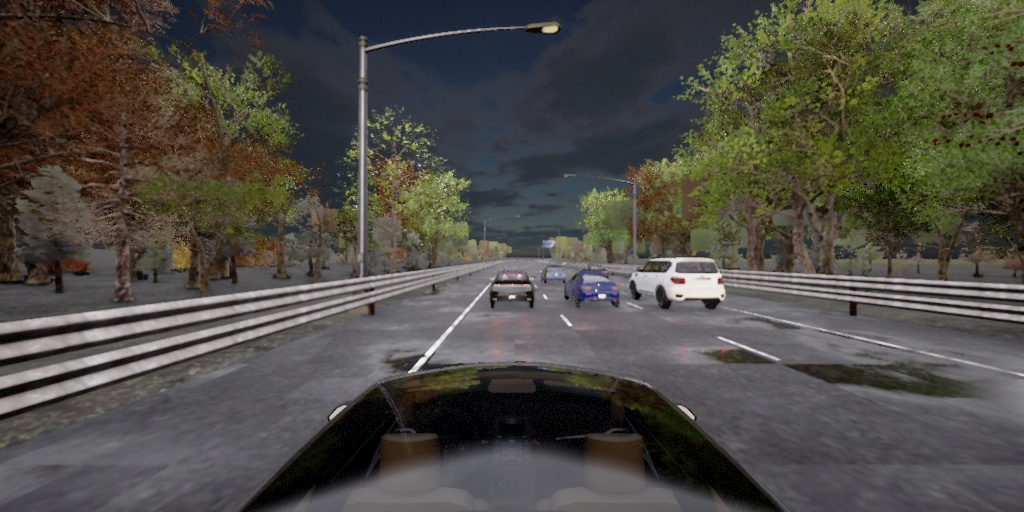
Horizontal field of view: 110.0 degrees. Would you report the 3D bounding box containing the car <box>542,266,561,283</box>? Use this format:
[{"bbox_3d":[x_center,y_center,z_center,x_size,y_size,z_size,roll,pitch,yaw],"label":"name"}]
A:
[{"bbox_3d":[3.506,1.563,30.838,2.033,1.411,5.357,0,0,0],"label":"car"}]

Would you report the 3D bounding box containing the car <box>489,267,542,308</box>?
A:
[{"bbox_3d":[0.006,1.376,16.145,2.128,1.511,4.902,0,0,0],"label":"car"}]

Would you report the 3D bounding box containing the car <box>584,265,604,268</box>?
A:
[{"bbox_3d":[7.009,1.511,31.140,2.128,1.511,4.902,0,0,0],"label":"car"}]

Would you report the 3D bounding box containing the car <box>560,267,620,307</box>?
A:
[{"bbox_3d":[3.507,1.410,16.230,1.812,1.442,4.674,0,0,0],"label":"car"}]

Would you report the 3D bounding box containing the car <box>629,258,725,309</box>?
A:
[{"bbox_3d":[7.003,1.097,15.877,2.150,2.045,5.566,0,0,0],"label":"car"}]
